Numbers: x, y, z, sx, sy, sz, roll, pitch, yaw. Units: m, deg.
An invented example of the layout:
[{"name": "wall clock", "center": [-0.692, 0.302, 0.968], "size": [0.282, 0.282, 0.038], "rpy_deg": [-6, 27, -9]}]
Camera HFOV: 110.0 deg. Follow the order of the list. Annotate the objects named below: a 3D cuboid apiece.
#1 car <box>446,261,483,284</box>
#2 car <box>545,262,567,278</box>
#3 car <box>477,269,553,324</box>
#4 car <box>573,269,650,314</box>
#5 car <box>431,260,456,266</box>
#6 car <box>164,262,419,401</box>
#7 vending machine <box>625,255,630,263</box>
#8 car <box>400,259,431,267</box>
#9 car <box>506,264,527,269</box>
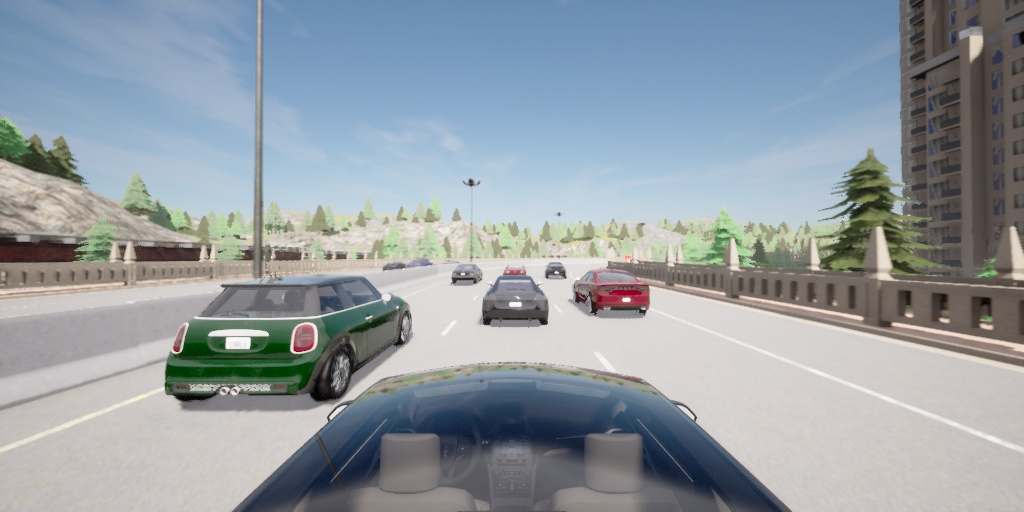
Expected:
[{"name": "car", "center": [-3.323, 1.302, 27.342], "size": [2.033, 1.411, 5.357], "rpy_deg": [0, 0, 2]}, {"name": "car", "center": [4.077, 1.271, 33.450], "size": [1.812, 1.442, 4.674], "rpy_deg": [0, 0, 5]}, {"name": "car", "center": [0.098, 1.316, 11.983], "size": [1.994, 1.385, 4.181], "rpy_deg": [0, 0, 0]}, {"name": "car", "center": [3.598, 1.230, 13.744], "size": [1.882, 1.535, 5.008], "rpy_deg": [0, 0, 0]}, {"name": "car", "center": [-8.191, 1.255, 46.529], "size": [2.128, 1.511, 4.902], "rpy_deg": [0, 0, 12]}, {"name": "car", "center": [-3.401, 1.103, 6.578], "size": [2.097, 1.767, 4.553], "rpy_deg": [0, 0, 0]}, {"name": "vending machine", "center": [19.344, 0.848, 59.763], "size": [1.100, 2.100, 0.880], "rpy_deg": [0, 0, 26]}, {"name": "car", "center": [-11.895, 1.120, 45.821], "size": [2.097, 1.767, 4.553], "rpy_deg": [0, 0, 12]}, {"name": "car", "center": [0.409, 1.351, 31.767], "size": [1.895, 1.301, 4.718], "rpy_deg": [0, 0, 4]}]
